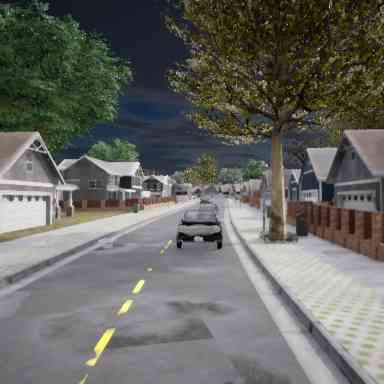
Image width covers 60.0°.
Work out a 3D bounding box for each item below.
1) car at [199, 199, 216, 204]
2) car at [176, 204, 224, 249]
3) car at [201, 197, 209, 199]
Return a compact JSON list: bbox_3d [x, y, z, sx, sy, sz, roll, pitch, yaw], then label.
[{"bbox_3d":[1.478,1.588,29.449,2.033,1.411,5.357,0,0,6],"label":"car"},{"bbox_3d":[0.369,1.503,14.557,2.128,1.511,4.902,0,0,3],"label":"car"},{"bbox_3d":[2.588,1.712,67.673,2.033,1.411,5.357,0,0,6],"label":"car"}]
